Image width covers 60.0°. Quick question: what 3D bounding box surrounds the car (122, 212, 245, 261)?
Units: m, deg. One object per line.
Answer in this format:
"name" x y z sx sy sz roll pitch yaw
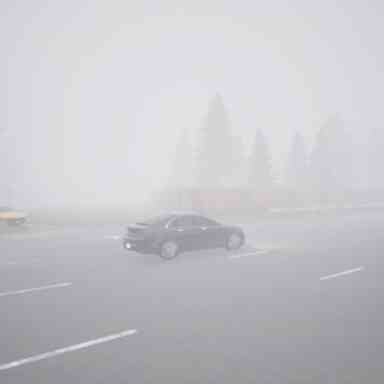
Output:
"car" -0.141 1.498 12.347 4.892 1.490 1.837 0 0 -36

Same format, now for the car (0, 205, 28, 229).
"car" -12.171 1.514 20.606 5.008 1.535 1.882 0 0 33
